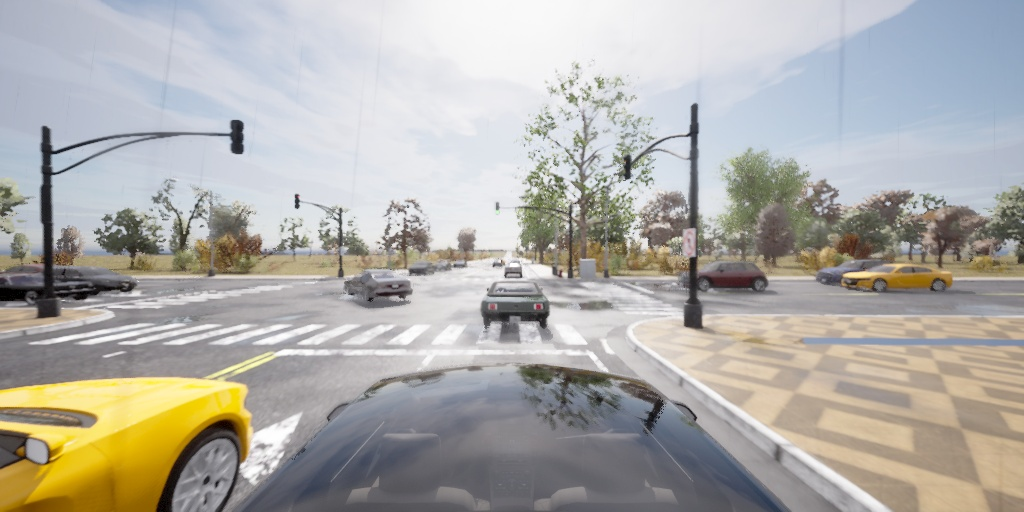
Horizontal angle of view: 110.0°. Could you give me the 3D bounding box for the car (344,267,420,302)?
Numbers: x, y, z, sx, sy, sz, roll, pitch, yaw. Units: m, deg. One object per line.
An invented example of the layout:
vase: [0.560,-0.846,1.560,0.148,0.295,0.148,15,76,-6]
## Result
car: [-6.841,1.378,18.035,2.033,1.411,5.357,-1,1,-39]

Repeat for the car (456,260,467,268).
car: [-9.242,1.401,64.823,2.033,1.411,5.357,0,0,1]

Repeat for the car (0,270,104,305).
car: [-22.140,1.478,16.372,4.718,1.301,1.895,0,1,3]

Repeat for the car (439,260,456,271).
car: [-9.562,1.329,49.672,2.128,1.511,4.902,0,0,1]

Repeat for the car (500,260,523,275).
car: [0.157,1.370,37.575,2.033,1.411,5.357,0,0,1]

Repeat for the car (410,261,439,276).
car: [-9.747,1.300,39.105,1.882,1.535,5.008,0,0,1]

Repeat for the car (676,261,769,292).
car: [12.185,1.104,20.979,4.553,1.767,2.097,0,1,3]

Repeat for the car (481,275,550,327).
car: [0.085,1.436,11.736,1.895,1.301,4.718,0,-1,0]

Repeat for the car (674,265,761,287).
car: [13.742,1.309,24.160,4.718,1.301,1.895,0,1,2]

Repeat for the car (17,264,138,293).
car: [-23.455,1.341,19.685,4.892,1.490,1.837,0,1,3]

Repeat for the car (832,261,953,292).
car: [21.891,1.218,20.524,5.008,1.535,1.882,0,1,3]

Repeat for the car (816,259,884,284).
car: [22.959,1.048,23.725,4.553,1.767,2.097,0,1,3]

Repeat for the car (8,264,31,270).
car: [-31.331,1.278,23.483,5.008,1.535,1.882,0,1,2]

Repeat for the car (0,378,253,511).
car: [-3.151,1.227,1.028,1.882,1.535,5.008,0,-1,0]
